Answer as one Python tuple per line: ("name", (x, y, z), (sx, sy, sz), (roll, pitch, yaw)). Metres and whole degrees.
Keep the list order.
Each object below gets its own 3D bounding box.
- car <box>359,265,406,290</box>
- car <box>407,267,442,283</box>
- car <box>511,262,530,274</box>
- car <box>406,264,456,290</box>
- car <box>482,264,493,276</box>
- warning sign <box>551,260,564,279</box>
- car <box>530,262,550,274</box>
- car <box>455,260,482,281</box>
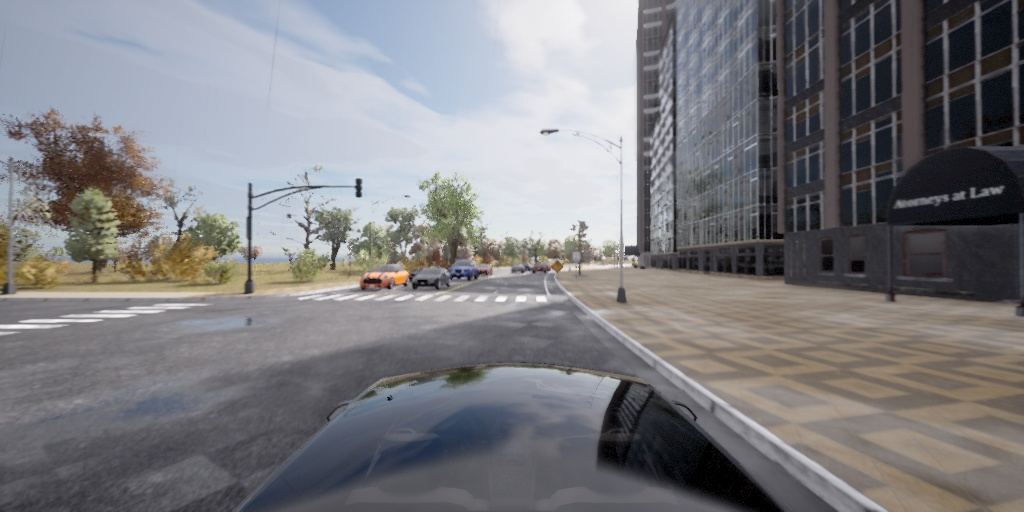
("car", (-9.011, 1.403, 25.683), (2.097, 1.767, 4.553), (0, -1, 4))
("car", (-8.326, 1.772, 34.603), (1.895, 1.301, 4.718), (0, -1, 5))
("car", (1.035, 1.978, 56.350), (2.128, 1.511, 4.902), (0, -1, 9))
("car", (-5.731, 1.568, 26.059), (1.837, 1.490, 4.892), (0, -1, 4))
("car", (-3.720, 1.826, 46.991), (1.882, 1.535, 5.008), (0, -1, 7))
("warning sign", (4.381, 1.315, 34.656), (1.300, 1.860, 1.060), (0, 0, 5))
("car", (4.367, 1.849, 56.591), (2.097, 1.767, 4.553), (0, -1, 9))
("car", (-4.875, 1.430, 36.764), (2.150, 2.045, 5.566), (0, -1, 5))
